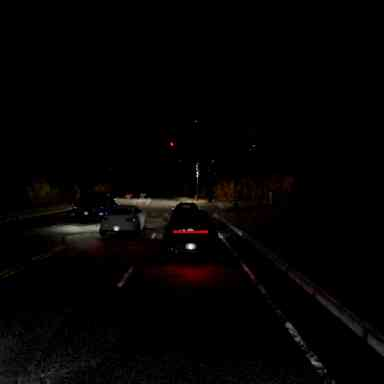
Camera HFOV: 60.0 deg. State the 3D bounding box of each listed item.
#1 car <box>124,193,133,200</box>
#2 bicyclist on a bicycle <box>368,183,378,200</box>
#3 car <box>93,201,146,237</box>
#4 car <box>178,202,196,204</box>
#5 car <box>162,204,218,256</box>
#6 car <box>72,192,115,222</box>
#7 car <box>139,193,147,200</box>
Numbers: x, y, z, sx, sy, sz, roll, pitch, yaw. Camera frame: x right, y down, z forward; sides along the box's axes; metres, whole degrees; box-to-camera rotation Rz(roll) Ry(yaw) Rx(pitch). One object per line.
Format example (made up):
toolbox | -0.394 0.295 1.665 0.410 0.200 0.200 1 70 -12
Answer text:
car | -14.767 1.049 77.878 1.812 1.442 4.674 0 0 -7
bicyclist on a bicycle | 17.387 -0.021 32.005 0.582 1.620 1.656 -2 0 -3
car | -3.464 1.390 17.205 1.812 1.442 4.674 0 0 -2
car | -0.348 1.376 22.094 2.033 1.411 5.357 0 0 -2
car | -0.077 1.402 12.540 1.837 1.490 4.892 0 0 -1
car | -7.057 1.037 24.645 2.150 2.045 5.566 0 0 -2
car | -11.550 1.047 78.347 2.128 1.511 4.902 0 0 -7
